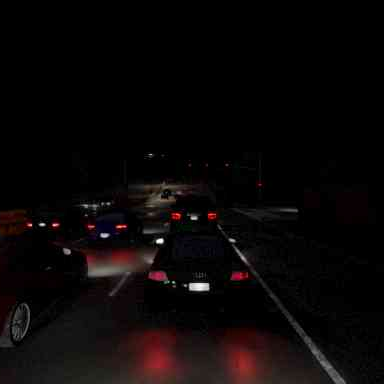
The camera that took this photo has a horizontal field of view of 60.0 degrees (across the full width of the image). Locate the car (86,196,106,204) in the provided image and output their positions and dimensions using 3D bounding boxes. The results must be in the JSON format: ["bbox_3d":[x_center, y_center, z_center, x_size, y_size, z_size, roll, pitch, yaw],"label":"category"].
[{"bbox_3d":[-17.595,1.505,60.143,1.837,1.490,4.892,0,0,0],"label":"car"}]

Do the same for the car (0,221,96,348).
[{"bbox_3d":[-3.408,1.526,6.158,1.812,1.442,4.674,0,0,0],"label":"car"}]

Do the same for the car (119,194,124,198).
[{"bbox_3d":[-17.610,1.333,80.134,1.882,1.535,5.008,0,1,0],"label":"car"}]

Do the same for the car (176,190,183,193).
[{"bbox_3d":[-3.652,1.070,87.102,1.812,1.442,4.674,0,3,0],"label":"car"}]

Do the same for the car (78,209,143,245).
[{"bbox_3d":[-3.409,1.526,15.287,1.812,1.442,4.674,0,0,0],"label":"car"}]

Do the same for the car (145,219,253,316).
[{"bbox_3d":[0.102,1.564,7.601,1.994,1.385,4.181,0,0,-1],"label":"car"}]

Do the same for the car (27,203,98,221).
[{"bbox_3d":[-6.900,1.547,17.739,2.033,1.411,5.357,0,0,-1],"label":"car"}]

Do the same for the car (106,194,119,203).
[{"bbox_3d":[-17.551,1.539,70.044,2.033,1.411,5.357,0,0,0],"label":"car"}]

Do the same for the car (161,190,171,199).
[{"bbox_3d":[-7.152,1.070,87.080,1.812,1.442,4.674,0,3,0],"label":"car"}]

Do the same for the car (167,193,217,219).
[{"bbox_3d":[0.091,1.221,17.005,2.150,2.045,5.566,0,0,0],"label":"car"}]

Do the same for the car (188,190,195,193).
[{"bbox_3d":[-0.154,1.000,87.510,1.882,1.535,5.008,0,3,0],"label":"car"}]
